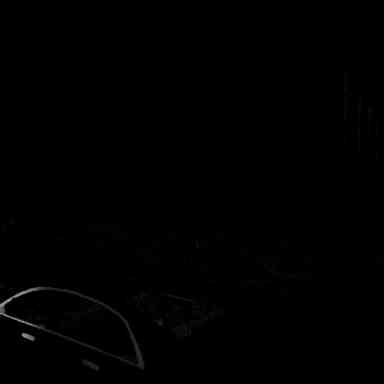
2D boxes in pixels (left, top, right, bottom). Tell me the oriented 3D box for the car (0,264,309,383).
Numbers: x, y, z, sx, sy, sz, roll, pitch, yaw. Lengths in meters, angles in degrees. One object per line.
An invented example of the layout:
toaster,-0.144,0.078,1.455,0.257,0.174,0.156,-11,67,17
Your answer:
car,-1.024,1.511,3.690,4.403,1.369,2.008,1,1,35
